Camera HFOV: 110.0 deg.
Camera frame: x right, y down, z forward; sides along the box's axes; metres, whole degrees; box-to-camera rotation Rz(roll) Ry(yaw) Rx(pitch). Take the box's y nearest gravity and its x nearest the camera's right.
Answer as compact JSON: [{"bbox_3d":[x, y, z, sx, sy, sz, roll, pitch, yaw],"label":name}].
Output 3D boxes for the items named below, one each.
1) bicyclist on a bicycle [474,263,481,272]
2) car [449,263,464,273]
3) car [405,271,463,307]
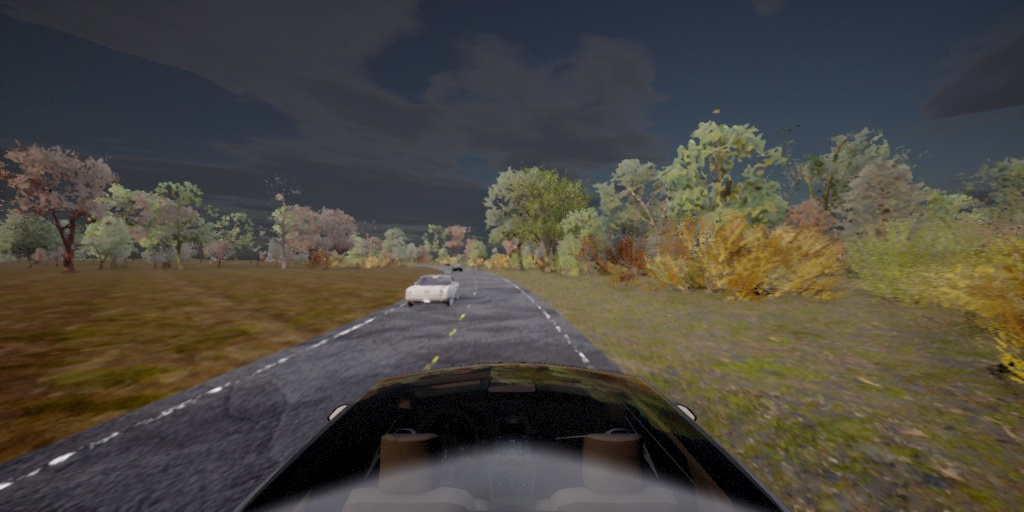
[{"bbox_3d":[-5.664,1.955,61.895,0.582,1.620,1.656,0,-1,-12],"label":"bicyclist on a bicycle"},{"bbox_3d":[-8.902,2.070,58.455,1.895,1.301,4.718,0,-1,-11],"label":"car"},{"bbox_3d":[-3.573,1.550,16.769,1.895,1.301,4.718,0,-1,-3],"label":"car"}]
